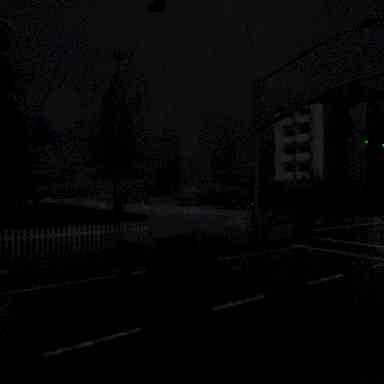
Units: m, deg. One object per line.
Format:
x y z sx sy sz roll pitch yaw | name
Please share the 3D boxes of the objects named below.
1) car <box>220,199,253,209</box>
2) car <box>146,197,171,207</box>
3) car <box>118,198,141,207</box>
5.709 1.507 43.050 1.895 1.301 4.718 0 0 -34 | car
-4.660 1.422 45.787 2.128 1.511 4.902 0 0 -34 | car
-8.695 1.487 45.531 2.033 1.411 5.357 0 0 -34 | car
